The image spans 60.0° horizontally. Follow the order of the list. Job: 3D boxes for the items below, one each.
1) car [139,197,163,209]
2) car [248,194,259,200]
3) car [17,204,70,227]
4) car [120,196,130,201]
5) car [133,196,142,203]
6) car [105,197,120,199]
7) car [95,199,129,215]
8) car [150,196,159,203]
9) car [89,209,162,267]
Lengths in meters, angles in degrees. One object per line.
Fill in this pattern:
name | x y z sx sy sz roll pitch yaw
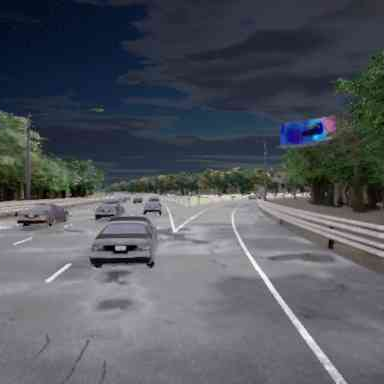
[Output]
car | -4.090 1.575 35.105 2.033 1.411 5.357 0 0 -5
car | 16.174 1.383 87.692 1.994 1.385 4.181 0 0 24
car | -9.953 1.543 22.708 2.033 1.411 5.357 0 0 -5
car | -15.551 1.736 74.266 2.033 1.411 5.357 0 0 -8
car | -11.688 1.709 72.006 1.812 1.442 4.674 0 0 -8
car | -12.471 1.633 50.075 1.994 1.385 4.181 0 0 -6
car | -6.877 1.556 28.168 2.033 1.411 5.357 0 0 -5
car | -8.265 1.666 72.641 1.882 1.535 5.008 0 0 -8
car | -2.120 1.549 11.399 2.033 1.411 5.357 0 0 -5
